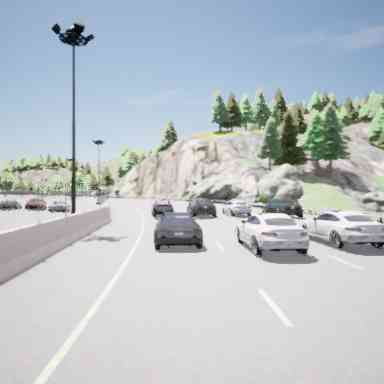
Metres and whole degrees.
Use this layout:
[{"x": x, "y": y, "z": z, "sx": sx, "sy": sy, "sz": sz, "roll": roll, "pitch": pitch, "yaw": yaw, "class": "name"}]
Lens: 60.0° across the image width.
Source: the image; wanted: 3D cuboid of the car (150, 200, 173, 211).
[{"x": -2.844, "y": 1.507, "z": 31.354, "sx": 2.128, "sy": 1.511, "sz": 4.902, "roll": 0, "pitch": 0, "yaw": -10, "class": "car"}]

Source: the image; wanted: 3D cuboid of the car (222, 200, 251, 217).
[{"x": 4.217, "y": 1.527, "z": 31.577, "sx": 1.812, "sy": 1.442, "sz": 4.674, "roll": 0, "pitch": 0, "yaw": -10, "class": "car"}]

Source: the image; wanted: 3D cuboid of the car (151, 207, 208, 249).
[{"x": -0.664, "y": 1.570, "z": 14.693, "sx": 1.994, "sy": 1.385, "sz": 4.181, "roll": 0, "pitch": 0, "yaw": -5, "class": "car"}]

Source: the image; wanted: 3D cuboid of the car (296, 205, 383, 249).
[{"x": 6.396, "y": 1.517, "z": 14.351, "sx": 1.812, "sy": 1.442, "sz": 4.674, "roll": 0, "pitch": 0, "yaw": -4, "class": "car"}]

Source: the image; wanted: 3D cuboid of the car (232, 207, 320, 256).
[{"x": 2.999, "y": 1.524, "z": 13.010, "sx": 1.812, "sy": 1.442, "sz": 4.674, "roll": 0, "pitch": 0, "yaw": -4, "class": "car"}]

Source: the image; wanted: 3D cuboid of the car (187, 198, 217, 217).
[{"x": 0.803, "y": 1.360, "z": 30.677, "sx": 2.097, "sy": 1.767, "sz": 4.553, "roll": 0, "pitch": 0, "yaw": -10, "class": "car"}]

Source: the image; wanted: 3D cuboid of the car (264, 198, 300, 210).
[{"x": 8.049, "y": 1.345, "z": 29.795, "sx": 2.097, "sy": 1.767, "sz": 4.553, "roll": 0, "pitch": 0, "yaw": -9, "class": "car"}]
